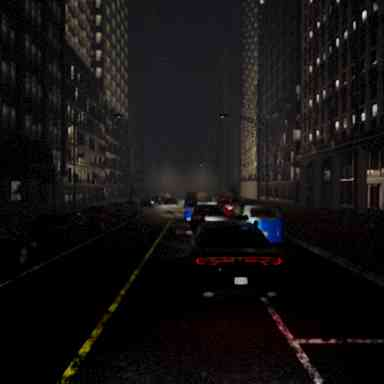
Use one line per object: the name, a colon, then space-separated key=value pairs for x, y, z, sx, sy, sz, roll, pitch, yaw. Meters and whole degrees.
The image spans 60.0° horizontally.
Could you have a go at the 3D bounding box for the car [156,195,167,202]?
car: x=-5.875 y=1.267 z=65.267 sx=1.802 sy=1.307 sz=4.206 roll=-1 pitch=0 yaw=0

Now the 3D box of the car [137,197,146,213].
car: x=-5.781 y=1.432 z=31.166 sx=1.802 sy=1.307 sz=4.206 roll=-1 pitch=0 yaw=0

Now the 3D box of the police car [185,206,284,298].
police car: x=0.879 y=1.384 z=8.589 sx=1.930 sy=1.638 sz=5.238 roll=0 pitch=0 yaw=0

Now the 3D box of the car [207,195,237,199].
car: x=2.613 y=1.192 z=25.504 sx=2.192 sy=1.841 sz=5.009 roll=-1 pitch=0 yaw=0

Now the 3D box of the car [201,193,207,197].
car: x=2.537 y=1.291 z=53.923 sx=2.008 sy=1.369 sz=4.403 roll=-1 pitch=0 yaw=0

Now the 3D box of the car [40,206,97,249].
car: x=-5.734 y=1.498 z=14.115 sx=1.947 sy=1.339 sz=4.313 roll=-1 pitch=0 yaw=0

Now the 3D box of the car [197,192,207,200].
car: x=2.456 y=0.917 z=82.340 sx=2.192 sy=1.841 sz=5.009 roll=-1 pitch=0 yaw=0

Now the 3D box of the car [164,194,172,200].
car: x=-5.922 y=1.128 z=82.148 sx=1.752 sy=1.417 sz=4.829 roll=-1 pitch=0 yaw=0

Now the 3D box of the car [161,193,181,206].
car: x=-3.157 y=1.324 z=49.949 sx=1.994 sy=1.385 sz=4.181 roll=0 pitch=0 yaw=0

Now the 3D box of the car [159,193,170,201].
car: x=-5.892 y=1.098 z=70.950 sx=1.967 sy=1.590 sz=4.097 roll=-1 pitch=0 yaw=0

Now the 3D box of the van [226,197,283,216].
van: x=2.645 y=1.273 z=14.137 sx=1.690 sy=1.788 sz=3.998 roll=-1 pitch=0 yaw=0

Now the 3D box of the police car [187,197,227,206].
police car: x=0.851 y=1.336 z=18.590 sx=1.930 sy=1.638 sz=5.238 roll=0 pitch=0 yaw=0

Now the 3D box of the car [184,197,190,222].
car: x=0.578 y=1.359 z=24.577 sx=1.882 sy=1.535 sz=5.008 roll=0 pitch=0 yaw=6

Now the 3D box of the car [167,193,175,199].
car: x=-5.954 y=1.112 z=93.685 sx=1.947 sy=1.339 sz=4.313 roll=-1 pitch=0 yaw=0

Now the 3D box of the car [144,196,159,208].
car: x=-5.813 y=1.346 z=42.533 sx=2.008 sy=1.369 sz=4.403 roll=-1 pitch=0 yaw=0

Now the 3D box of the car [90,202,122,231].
car: x=-5.750 y=1.449 z=19.799 sx=1.887 sy=1.381 sz=4.507 roll=-1 pitch=0 yaw=0

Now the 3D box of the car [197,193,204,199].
car: x=2.426 y=0.986 z=93.708 sx=1.967 sy=1.590 sz=4.097 roll=-1 pitch=0 yaw=0

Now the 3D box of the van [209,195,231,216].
van: x=2.597 y=1.191 z=31.188 sx=1.690 sy=1.788 sz=3.998 roll=-1 pitch=0 yaw=0

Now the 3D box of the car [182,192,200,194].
car: x=-0.161 y=0.935 z=59.517 sx=2.150 sy=2.045 sz=5.566 roll=0 pitch=0 yaw=0

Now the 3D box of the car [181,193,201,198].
car: x=-0.111 y=1.258 z=45.565 sx=1.882 sy=1.535 sz=5.008 roll=0 pitch=0 yaw=0

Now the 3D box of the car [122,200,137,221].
car: x=-5.766 y=1.428 z=25.482 sx=2.008 sy=1.369 sz=4.403 roll=-1 pitch=0 yaw=0

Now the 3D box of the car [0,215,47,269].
car: x=-5.718 y=1.510 z=8.431 sx=2.008 sy=1.369 sz=4.403 roll=-1 pitch=0 yaw=0

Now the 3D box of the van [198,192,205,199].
van: x=2.441 y=0.915 z=88.024 sx=1.690 sy=1.788 sz=3.998 roll=-1 pitch=0 yaw=0

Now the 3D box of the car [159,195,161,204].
car: x=-5.844 y=1.291 z=53.900 sx=2.008 sy=1.369 sz=4.403 roll=-1 pitch=0 yaw=0
